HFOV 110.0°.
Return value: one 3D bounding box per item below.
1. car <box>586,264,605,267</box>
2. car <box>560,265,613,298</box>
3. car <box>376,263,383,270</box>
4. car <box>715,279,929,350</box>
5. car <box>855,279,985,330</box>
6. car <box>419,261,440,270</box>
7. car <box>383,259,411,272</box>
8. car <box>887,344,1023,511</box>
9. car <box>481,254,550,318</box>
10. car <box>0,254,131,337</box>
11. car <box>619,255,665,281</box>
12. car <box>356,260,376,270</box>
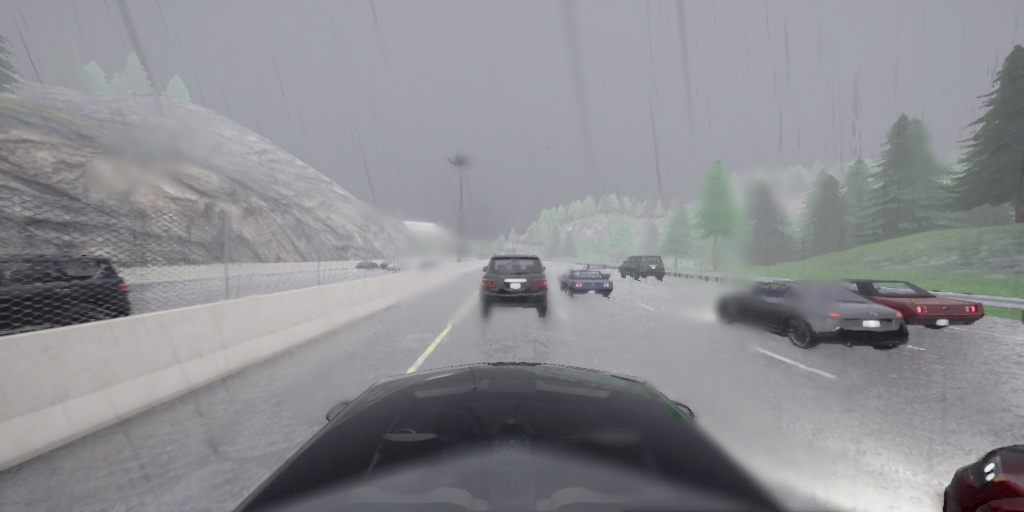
[{"bbox_3d":[7.104,1.330,31.183,1.895,1.301,4.718,0,0,0],"label":"car"},{"bbox_3d":[3.602,1.339,18.241,1.895,1.301,4.718,0,0,0],"label":"car"},{"bbox_3d":[-17.554,1.192,52.322,1.882,1.535,5.008,0,0,0],"label":"car"},{"bbox_3d":[7.102,1.309,9.100,1.994,1.385,4.181,0,0,0],"label":"car"},{"bbox_3d":[10.602,1.344,11.053,1.895,1.301,4.718,0,0,0],"label":"car"},{"bbox_3d":[-10.580,1.320,46.092,1.895,1.301,4.718,0,0,0],"label":"car"},{"bbox_3d":[-14.080,1.246,44.755,1.812,1.442,4.674,0,0,0],"label":"car"},{"bbox_3d":[3.600,1.315,0.379,1.994,1.385,4.181,0,0,0],"label":"car"},{"bbox_3d":[0.103,0.963,13.152,2.150,2.045,5.566,0,0,0],"label":"car"},{"bbox_3d":[-10.599,0.969,6.567,2.150,2.045,5.566,0,0,0],"label":"car"},{"bbox_3d":[10.601,0.952,29.559,2.150,2.045,5.566,0,0,0],"label":"car"},{"bbox_3d":[-21.050,1.279,52.228,1.994,1.385,4.181,0,0,0],"label":"car"}]
